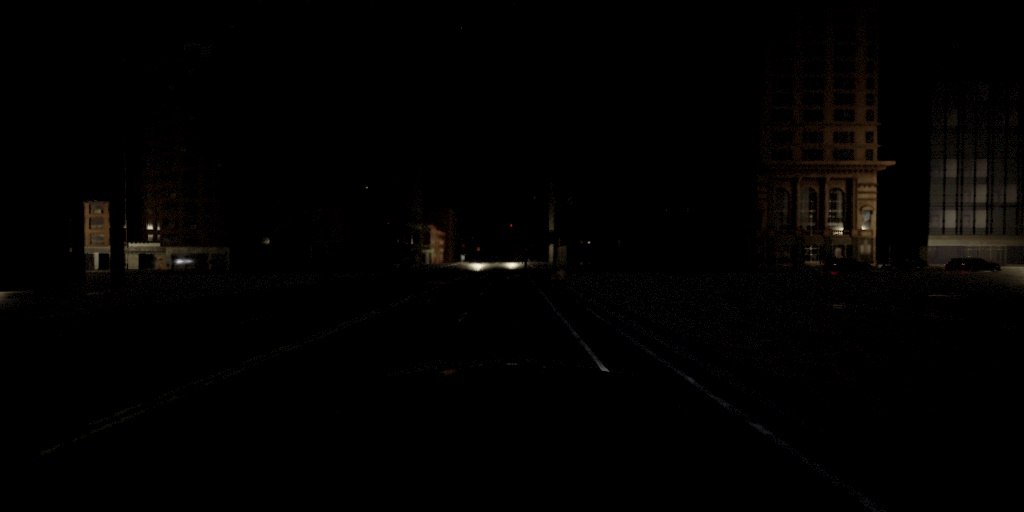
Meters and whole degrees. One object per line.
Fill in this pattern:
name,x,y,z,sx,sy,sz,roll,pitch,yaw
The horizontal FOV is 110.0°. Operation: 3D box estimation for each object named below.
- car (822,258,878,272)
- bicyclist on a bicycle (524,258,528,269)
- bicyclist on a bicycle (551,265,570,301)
car,39.209,1.018,41.994,4.553,1.767,2.097,0,1,0
bicyclist on a bicycle,2.264,1.225,58.236,0.659,1.776,1.843,0,0,0
bicyclist on a bicycle,2.255,1.203,16.515,0.866,1.612,1.509,0,0,0
